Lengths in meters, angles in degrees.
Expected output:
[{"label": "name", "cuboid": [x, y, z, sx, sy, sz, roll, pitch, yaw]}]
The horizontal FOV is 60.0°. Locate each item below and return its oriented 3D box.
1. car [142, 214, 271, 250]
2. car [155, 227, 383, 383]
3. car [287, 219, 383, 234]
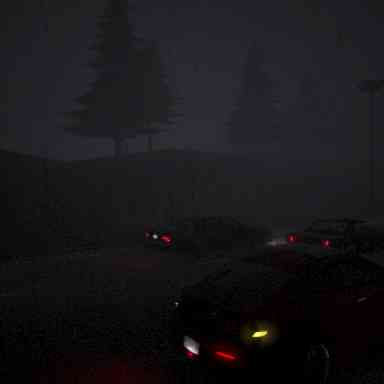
[{"label": "car", "cuboid": [0.765, 1.581, 12.889, 5.357, 1.411, 2.033, 0, 0, -36]}, {"label": "car", "cuboid": [1.860, 1.537, 5.070, 4.674, 1.442, 1.812, 0, 0, -36]}, {"label": "car", "cuboid": [5.625, 1.624, 12.073, 4.718, 1.301, 1.895, 0, 0, -36]}]
